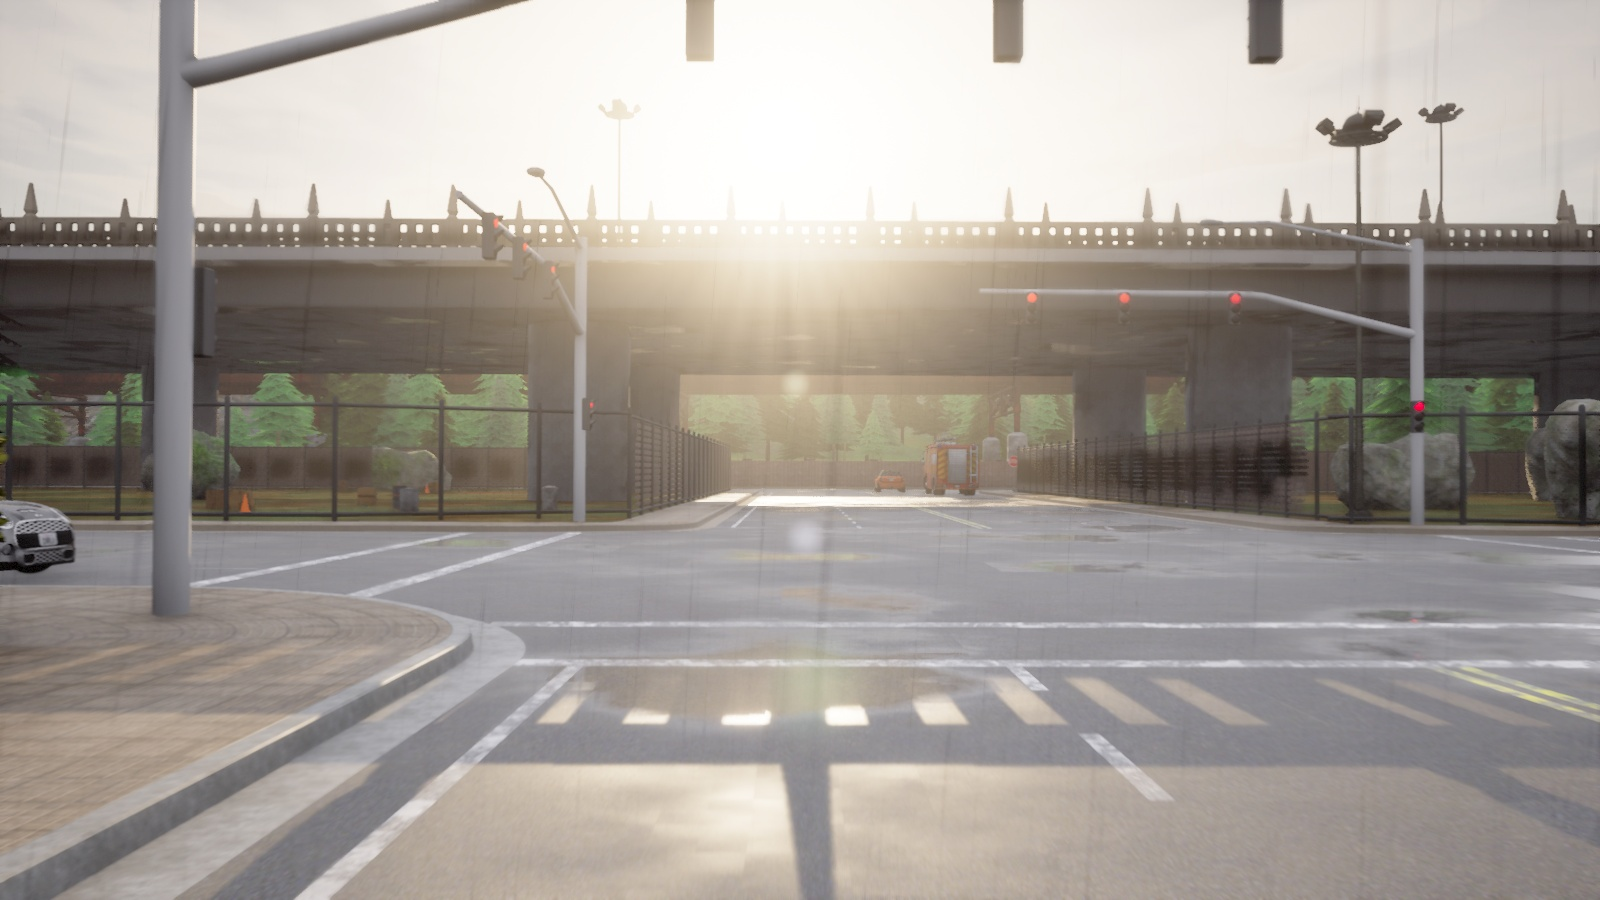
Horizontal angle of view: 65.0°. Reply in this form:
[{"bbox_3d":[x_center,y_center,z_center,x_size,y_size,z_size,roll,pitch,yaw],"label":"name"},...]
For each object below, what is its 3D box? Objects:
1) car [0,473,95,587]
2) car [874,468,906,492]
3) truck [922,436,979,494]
[{"bbox_3d":[-12.161,1.063,17.289,3.806,1.475,1.970,0,-1,0],"label":"car"},{"bbox_3d":[6.766,2.237,95.027,2.097,1.767,4.553,0,-1,0],"label":"car"},{"bbox_3d":[10.285,1.057,86.535,2.891,3.827,8.468,0,-1,0],"label":"truck"}]
